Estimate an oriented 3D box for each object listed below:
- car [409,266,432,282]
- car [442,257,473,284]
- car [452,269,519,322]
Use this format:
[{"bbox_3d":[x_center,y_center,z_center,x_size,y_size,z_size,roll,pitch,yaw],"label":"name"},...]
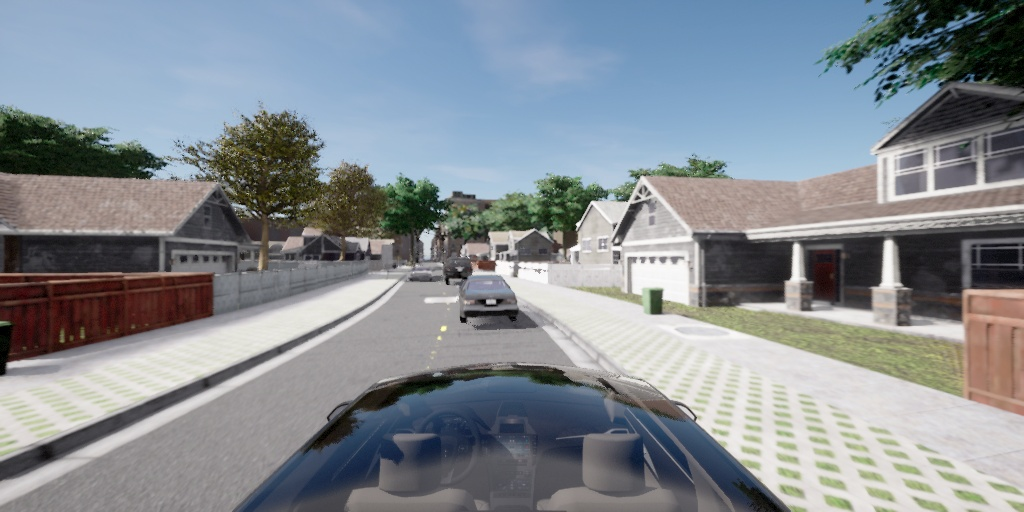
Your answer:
[{"bbox_3d":[-8.021,1.559,31.692,1.895,1.301,4.718,0,0,-13],"label":"car"},{"bbox_3d":[-4.398,1.150,28.998,2.150,2.045,5.566,0,-1,-12],"label":"car"},{"bbox_3d":[-0.981,1.370,12.731,2.033,1.411,5.357,0,0,-9],"label":"car"}]
